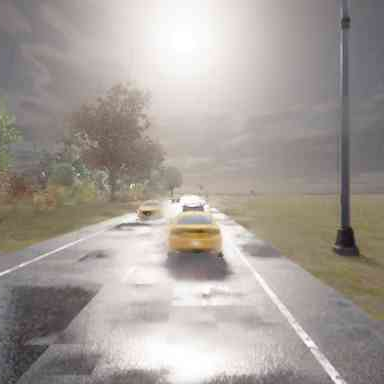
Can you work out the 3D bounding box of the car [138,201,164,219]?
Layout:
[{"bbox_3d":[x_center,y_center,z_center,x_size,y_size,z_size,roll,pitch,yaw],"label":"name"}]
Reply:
[{"bbox_3d":[-3.581,1.518,29.875,1.882,1.535,5.008,0,0,0],"label":"car"}]

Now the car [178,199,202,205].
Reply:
[{"bbox_3d":[0.113,1.531,29.424,2.128,1.511,4.902,0,0,0],"label":"car"}]

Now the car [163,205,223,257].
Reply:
[{"bbox_3d":[0.101,1.493,13.120,1.882,1.535,5.008,0,0,0],"label":"car"}]

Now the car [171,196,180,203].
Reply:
[{"bbox_3d":[-3.462,1.619,71.423,2.128,1.511,4.902,0,0,0],"label":"car"}]
